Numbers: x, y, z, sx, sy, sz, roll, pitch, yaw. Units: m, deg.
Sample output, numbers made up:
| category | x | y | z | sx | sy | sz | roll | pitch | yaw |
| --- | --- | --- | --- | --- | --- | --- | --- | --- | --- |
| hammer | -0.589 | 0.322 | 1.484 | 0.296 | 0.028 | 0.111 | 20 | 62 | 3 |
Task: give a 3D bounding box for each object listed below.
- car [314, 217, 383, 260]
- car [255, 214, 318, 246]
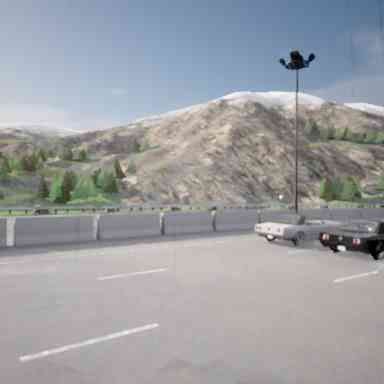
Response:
| category | x | y | z | sx | sy | sz | roll | pitch | yaw |
| --- | --- | --- | --- | --- | --- | --- | --- | --- | --- |
| car | 7.193 | 1.715 | 12.904 | 4.718 | 1.301 | 1.895 | 1 | 0 | -31 |
| car | 5.363 | 1.713 | 15.888 | 4.718 | 1.301 | 1.895 | 1 | 0 | -31 |
